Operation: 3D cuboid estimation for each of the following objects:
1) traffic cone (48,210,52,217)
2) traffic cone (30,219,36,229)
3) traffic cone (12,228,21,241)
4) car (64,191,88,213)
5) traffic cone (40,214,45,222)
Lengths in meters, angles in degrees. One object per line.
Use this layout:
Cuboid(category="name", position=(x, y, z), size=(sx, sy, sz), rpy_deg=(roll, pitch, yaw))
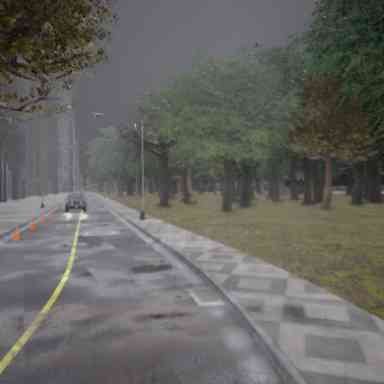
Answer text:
Cuboid(category="traffic cone", position=(-12.846, 1.929, 30.050), size=(0.340, 0.580, 0.340), rpy_deg=(0, 0, -18))
Cuboid(category="traffic cone", position=(-9.822, 1.971, 20.517), size=(0.340, 0.580, 0.340), rpy_deg=(0, 0, -18))
Cuboid(category="traffic cone", position=(-8.310, 1.980, 15.751), size=(0.340, 0.580, 0.340), rpy_deg=(0, 0, -18))
Cuboid(category="car", position=(-12.958, 1.143, 37.223), size=(2.150, 2.045, 5.566), rpy_deg=(0, 0, -20))
Cuboid(category="traffic cone", position=(-11.335, 1.952, 25.283), size=(0.340, 0.580, 0.340), rpy_deg=(0, 0, -18))
